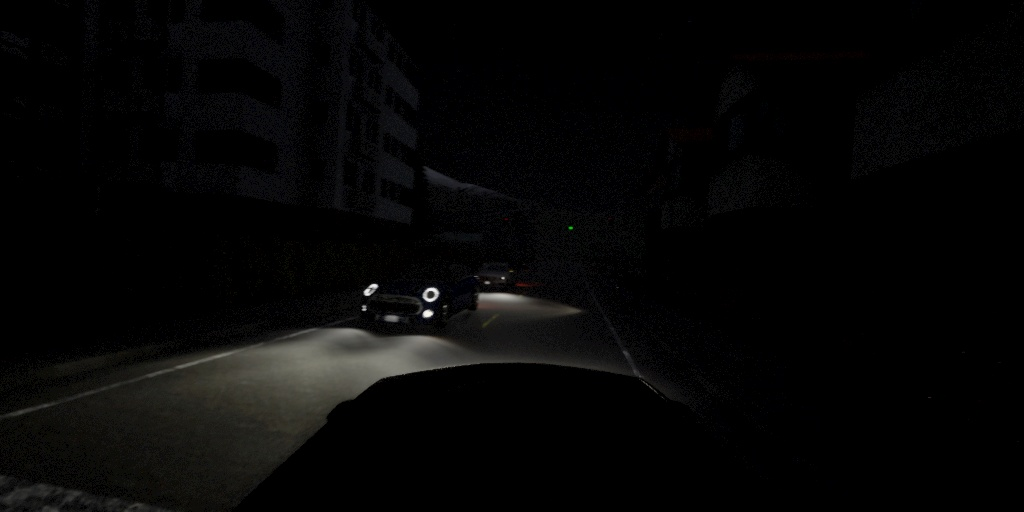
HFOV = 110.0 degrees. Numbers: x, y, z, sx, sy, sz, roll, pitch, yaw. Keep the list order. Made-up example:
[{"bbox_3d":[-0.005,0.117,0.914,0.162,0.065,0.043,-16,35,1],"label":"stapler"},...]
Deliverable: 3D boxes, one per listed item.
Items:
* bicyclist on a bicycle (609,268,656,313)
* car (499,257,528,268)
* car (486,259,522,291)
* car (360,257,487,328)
[{"bbox_3d":[4.345,1.260,13.096,1.656,1.620,0.582,-6,-1,9],"label":"bicyclist on a bicycle"},{"bbox_3d":[-0.543,0.833,45.565,5.357,1.411,2.033,6,1,37],"label":"car"},{"bbox_3d":[-0.863,1.073,20.399,1.812,1.442,4.674,3,0,9],"label":"car"},{"bbox_3d":[-2.439,0.886,10.648,2.097,1.767,4.553,3,0,9],"label":"car"}]
